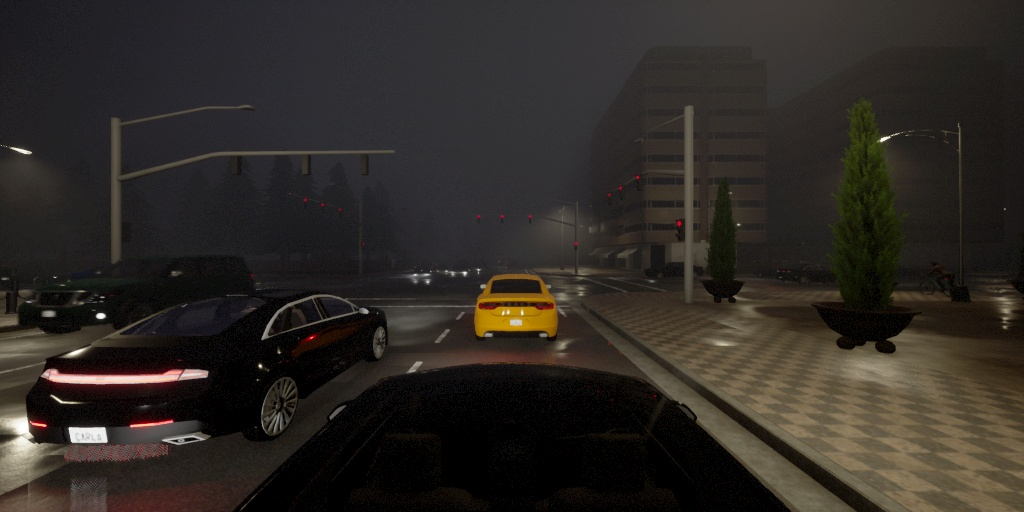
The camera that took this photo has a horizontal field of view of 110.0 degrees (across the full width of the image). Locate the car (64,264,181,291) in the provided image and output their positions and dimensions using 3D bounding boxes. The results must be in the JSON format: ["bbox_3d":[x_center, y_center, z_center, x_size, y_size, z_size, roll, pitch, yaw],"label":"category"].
[{"bbox_3d":[-23.438,1.283,21.699,5.008,1.535,1.882,0,0,0],"label":"car"}]

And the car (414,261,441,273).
[{"bbox_3d":[-10.379,1.351,43.627,1.895,1.301,4.718,0,0,1],"label":"car"}]

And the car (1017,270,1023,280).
[{"bbox_3d":[39.038,1.310,25.380,4.892,1.490,1.837,0,0,0],"label":"car"}]

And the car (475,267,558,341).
[{"bbox_3d":[0.104,1.228,9.922,1.882,1.535,5.008,0,0,0],"label":"car"}]

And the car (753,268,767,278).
[{"bbox_3d":[24.715,1.406,32.539,4.718,1.301,1.895,0,0,0],"label":"car"}]

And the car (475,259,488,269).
[{"bbox_3d":[-5.343,1.255,58.434,1.837,1.490,4.892,0,0,15],"label":"car"}]

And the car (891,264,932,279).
[{"bbox_3d":[34.915,1.406,32.560,4.718,1.301,1.895,0,0,0],"label":"car"}]

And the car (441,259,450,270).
[{"bbox_3d":[-9.772,1.228,53.132,1.882,1.535,5.008,0,0,7],"label":"car"}]

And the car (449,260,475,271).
[{"bbox_3d":[-6.668,1.228,48.411,1.882,1.535,5.008,0,0,3],"label":"car"}]

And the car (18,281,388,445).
[{"bbox_3d":[-3.424,1.242,5.339,2.128,1.511,4.902,0,0,0],"label":"car"}]

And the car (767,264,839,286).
[{"bbox_3d":[21.401,1.296,25.347,4.902,1.511,2.128,0,0,0],"label":"car"}]

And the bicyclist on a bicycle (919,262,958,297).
[{"bbox_3d":[20.283,1.106,17.043,0.582,1.620,1.656,0,0,0],"label":"bicyclist on a bicycle"}]

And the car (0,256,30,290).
[{"bbox_3d":[-33.373,1.027,21.671,5.566,2.045,2.150,0,0,0],"label":"car"}]

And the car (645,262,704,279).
[{"bbox_3d":[14.639,1.283,32.510,5.008,1.535,1.882,0,0,0],"label":"car"}]

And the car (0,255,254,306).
[{"bbox_3d":[-10.576,0.971,10.955,2.150,2.045,5.566,0,0,0],"label":"car"}]

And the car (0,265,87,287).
[{"bbox_3d":[-33.765,1.353,25.168,5.357,1.411,2.033,0,0,0],"label":"car"}]
